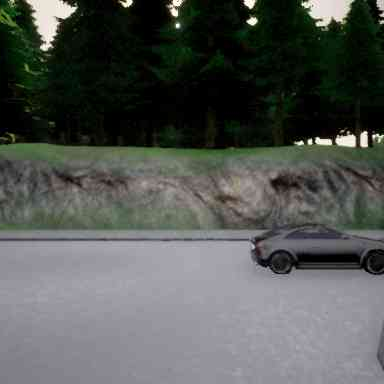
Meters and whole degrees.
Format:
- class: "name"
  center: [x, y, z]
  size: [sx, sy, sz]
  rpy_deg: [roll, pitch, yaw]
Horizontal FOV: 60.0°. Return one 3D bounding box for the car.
- class: "car"
  center: [3.874, 1.648, 10.180]
  size: [4.181, 1.385, 1.994]
  rpy_deg: [0, 0, 0]
